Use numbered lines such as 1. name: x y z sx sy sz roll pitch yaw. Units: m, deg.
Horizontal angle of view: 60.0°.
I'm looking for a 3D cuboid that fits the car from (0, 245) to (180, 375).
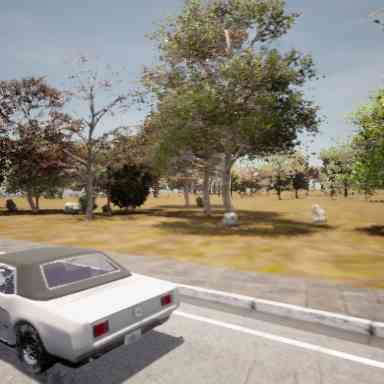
1. car: -2.613 1.590 5.556 4.718 1.301 1.895 0 0 34
